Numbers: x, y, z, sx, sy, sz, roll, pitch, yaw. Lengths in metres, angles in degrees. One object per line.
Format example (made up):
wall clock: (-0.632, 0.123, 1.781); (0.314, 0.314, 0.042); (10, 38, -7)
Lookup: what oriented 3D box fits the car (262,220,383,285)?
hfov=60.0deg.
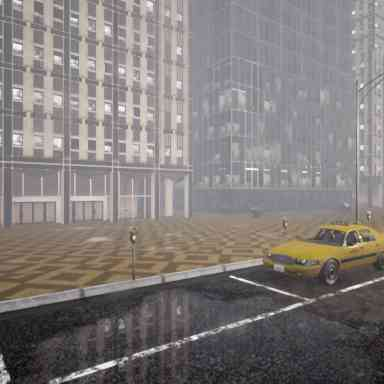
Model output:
car: (4.068, 1.526, 9.479); (4.829, 1.417, 1.752); (0, 0, -36)
